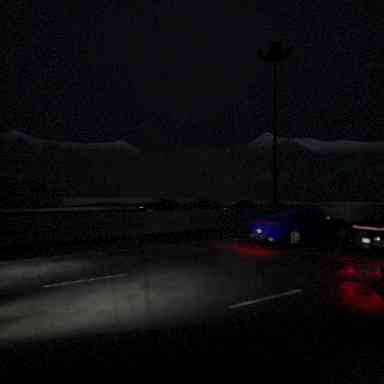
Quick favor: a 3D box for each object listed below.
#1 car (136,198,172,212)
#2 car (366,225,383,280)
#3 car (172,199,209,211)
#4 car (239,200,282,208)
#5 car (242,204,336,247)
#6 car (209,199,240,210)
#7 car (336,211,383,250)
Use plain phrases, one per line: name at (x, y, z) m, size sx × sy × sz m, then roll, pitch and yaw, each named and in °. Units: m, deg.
car at (-3.399, 1.428, 34.565) m, size 4.892 × 1.490 × 1.837 m, roll 0°, pitch 0°, yaw -29°
car at (6.784, 1.535, 7.977) m, size 5.357 × 1.411 × 2.033 m, roll 0°, pitch 0°, yaw -31°
car at (0.841, 1.435, 32.885) m, size 4.892 × 1.490 × 1.837 m, roll 0°, pitch 0°, yaw -28°
car at (6.474, 1.509, 27.940) m, size 4.181 × 1.385 × 1.994 m, roll 0°, pitch 0°, yaw -27°
car at (4.890, 1.449, 14.936) m, size 5.008 × 1.535 × 1.882 m, roll 0°, pitch 0°, yaw -30°
car at (4.269, 1.463, 30.755) m, size 4.674 × 1.442 × 1.812 m, roll 0°, pitch 0°, yaw -27°
car at (8.172, 1.470, 12.761) m, size 4.902 × 1.511 × 2.128 m, roll 0°, pitch 0°, yaw -29°
